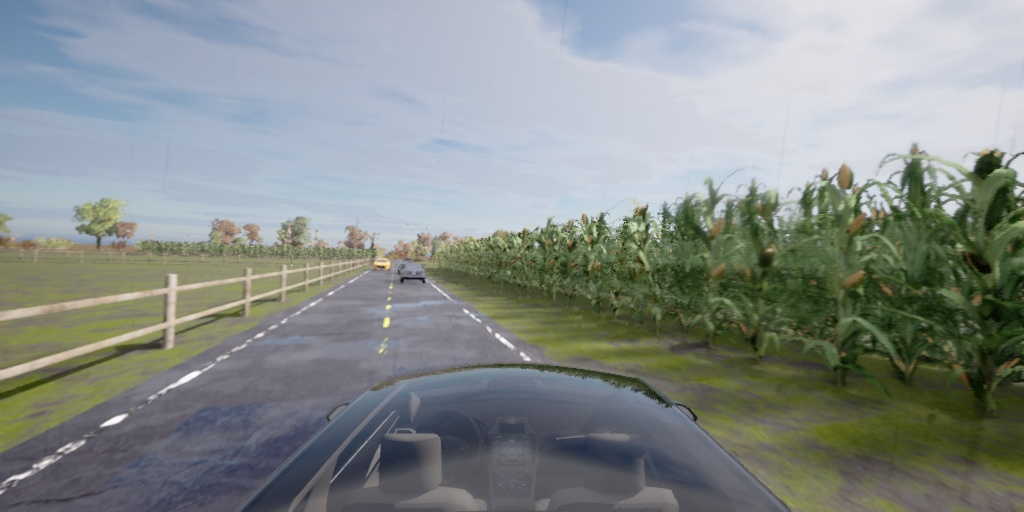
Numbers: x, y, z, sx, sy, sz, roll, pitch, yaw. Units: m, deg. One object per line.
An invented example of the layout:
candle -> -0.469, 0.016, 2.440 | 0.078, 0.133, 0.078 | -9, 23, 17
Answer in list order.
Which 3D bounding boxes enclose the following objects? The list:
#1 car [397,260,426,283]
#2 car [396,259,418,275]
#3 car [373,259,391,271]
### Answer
car -> -7.626, 1.283, 27.494 | 2.033, 1.411, 5.357 | 2, -1, -18
car -> -11.664, 1.206, 39.799 | 2.128, 1.511, 4.902 | 2, -1, -18
car -> -16.420, 1.072, 45.376 | 1.882, 1.535, 5.008 | 2, -1, -18
